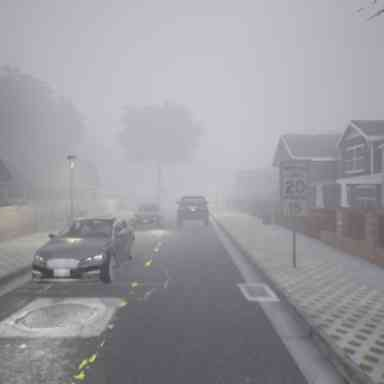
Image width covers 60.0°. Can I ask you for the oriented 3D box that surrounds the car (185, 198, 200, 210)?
[{"bbox_3d":[0.022,1.584,45.434,1.882,1.535,5.008,0,0,0],"label":"car"}]

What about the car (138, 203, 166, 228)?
[{"bbox_3d":[-2.854,1.541,22.752,1.837,1.490,4.892,0,0,0],"label":"car"}]

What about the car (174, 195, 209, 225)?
[{"bbox_3d":[0.061,1.261,24.320,2.150,2.045,5.566,0,0,0],"label":"car"}]

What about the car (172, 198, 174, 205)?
[{"bbox_3d":[-2.876,1.652,64.030,1.882,1.535,5.008,0,0,0],"label":"car"}]

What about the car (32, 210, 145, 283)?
[{"bbox_3d":[-2.859,1.502,9.739,2.128,1.511,4.902,0,0,0],"label":"car"}]
